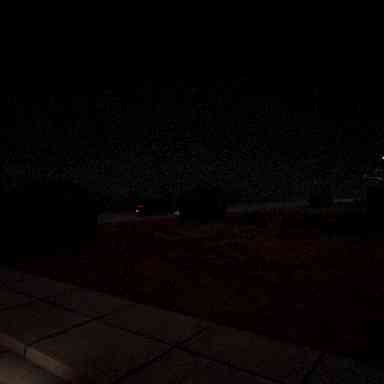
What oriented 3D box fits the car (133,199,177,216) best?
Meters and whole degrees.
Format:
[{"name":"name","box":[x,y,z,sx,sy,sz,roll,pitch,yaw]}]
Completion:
[{"name":"car","box":[-3.520,1.459,32.274,1.837,1.490,4.892,0,0,38]}]
